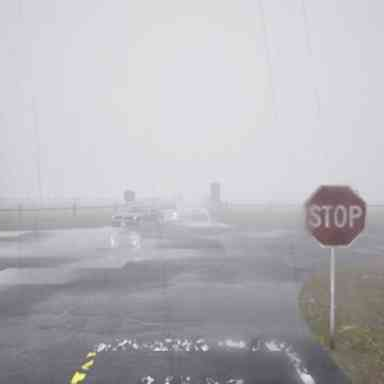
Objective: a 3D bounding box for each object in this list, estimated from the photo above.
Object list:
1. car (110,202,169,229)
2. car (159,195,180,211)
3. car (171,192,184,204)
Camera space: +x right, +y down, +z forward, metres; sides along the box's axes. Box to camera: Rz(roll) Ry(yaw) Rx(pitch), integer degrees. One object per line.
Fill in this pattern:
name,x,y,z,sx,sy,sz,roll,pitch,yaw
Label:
car,-3.407,1.573,21.581,1.895,1.301,4.718,0,0,16
car,-2.697,1.416,38.758,1.882,1.535,5.008,0,0,0
car,-2.665,0.968,61.448,2.150,2.045,5.566,0,0,0
